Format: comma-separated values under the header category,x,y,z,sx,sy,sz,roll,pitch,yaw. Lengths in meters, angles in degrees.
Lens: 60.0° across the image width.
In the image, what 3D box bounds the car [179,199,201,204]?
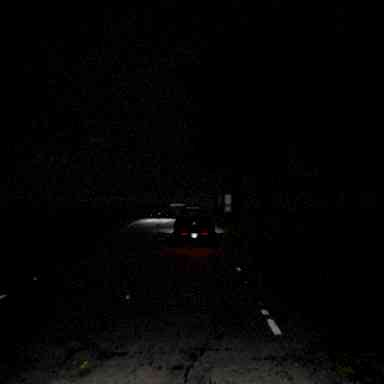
category,x,y,z,sx,sy,sz,roll,pitch,yaw
car,0.118,1.641,32.036,2.128,1.511,4.902,0,0,0

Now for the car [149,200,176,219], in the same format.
category,x,y,z,sx,sy,sz,roll,pitch,yaw
car,-2.827,1.708,30.924,1.994,1.385,4.181,0,0,0

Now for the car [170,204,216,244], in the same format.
category,x,y,z,sx,sy,sz,roll,pitch,yaw
car,0.108,1.576,16.360,1.837,1.490,4.892,0,0,0

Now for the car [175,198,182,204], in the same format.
category,x,y,z,sx,sy,sz,roll,pitch,yaw
car,-2.702,1.913,71.458,1.994,1.385,4.181,0,0,0

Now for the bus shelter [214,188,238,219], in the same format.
category,x,y,z,sx,sy,sz,roll,pitch,yaw
bus shelter,3.164,1.025,31.836,1.920,2.740,3.880,1,0,0
